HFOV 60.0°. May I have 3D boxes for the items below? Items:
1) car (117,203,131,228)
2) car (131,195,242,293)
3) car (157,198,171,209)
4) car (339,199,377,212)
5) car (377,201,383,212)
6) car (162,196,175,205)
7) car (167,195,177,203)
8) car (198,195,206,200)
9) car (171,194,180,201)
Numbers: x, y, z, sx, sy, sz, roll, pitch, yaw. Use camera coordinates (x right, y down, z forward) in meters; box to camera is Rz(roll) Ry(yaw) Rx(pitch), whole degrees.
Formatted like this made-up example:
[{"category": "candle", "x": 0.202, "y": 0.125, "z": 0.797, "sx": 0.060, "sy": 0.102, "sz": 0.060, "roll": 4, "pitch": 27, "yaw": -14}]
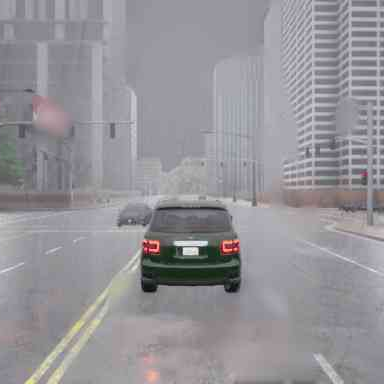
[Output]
[{"category": "car", "x": -3.781, "y": 1.504, "z": 22.492, "sx": 1.837, "sy": 1.490, "sz": 4.892, "roll": 0, "pitch": 0, "yaw": 0}, {"category": "car", "x": -0.021, "y": 1.221, "z": 9.015, "sx": 2.150, "sy": 2.045, "sz": 5.566, "roll": 0, "pitch": 0, "yaw": 0}, {"category": "car", "x": -3.779, "y": 1.526, "z": 45.427, "sx": 1.812, "sy": 1.442, "sz": 4.674, "roll": 0, "pitch": 0, "yaw": -3}, {"category": "car", "x": 19.464, "y": 1.547, "z": 37.382, "sx": 5.357, "sy": 1.411, "sz": 2.033, "roll": 0, "pitch": 0, "yaw": -1}, {"category": "car", "x": 22.133, "y": 1.477, "z": 33.917, "sx": 5.008, "sy": 1.535, "sz": 1.882, "roll": 0, "pitch": 0, "yaw": -1}, {"category": "car", "x": -4.066, "y": 1.477, "z": 57.916, "sx": 1.882, "sy": 1.535, "sz": 5.008, "roll": 0, "pitch": 0, "yaw": 0}, {"category": "car", "x": -4.085, "y": 1.478, "z": 69.426, "sx": 1.882, "sy": 1.535, "sz": 5.008, "roll": 0, "pitch": 0, "yaw": 0}, {"category": "car", "x": 2.733, "y": 1.500, "z": 90.625, "sx": 1.837, "sy": 1.490, "sz": 4.892, "roll": 0, "pitch": 0, "yaw": 0}, {"category": "car", "x": -4.216, "y": 1.339, "z": 84.713, "sx": 2.097, "sy": 1.767, "sz": 4.553, "roll": 0, "pitch": 0, "yaw": 0}]
